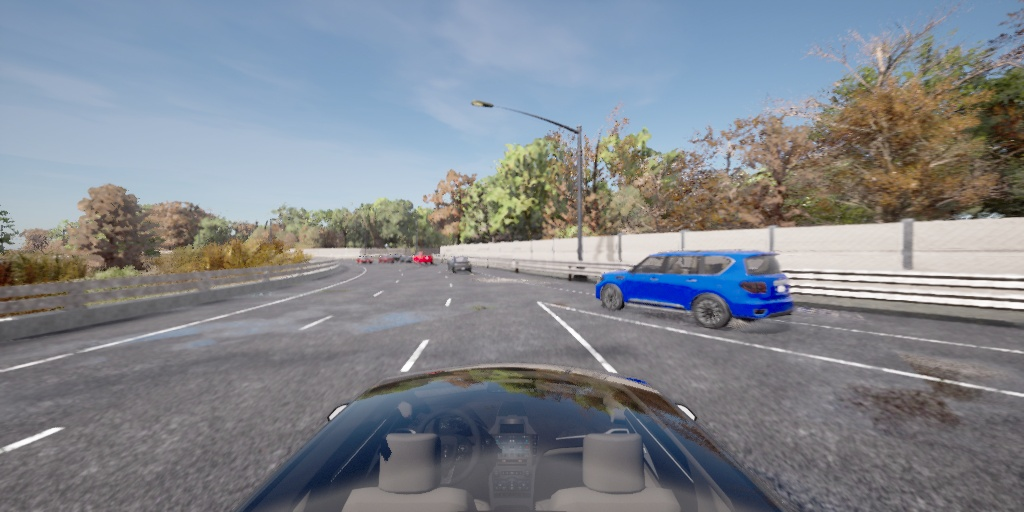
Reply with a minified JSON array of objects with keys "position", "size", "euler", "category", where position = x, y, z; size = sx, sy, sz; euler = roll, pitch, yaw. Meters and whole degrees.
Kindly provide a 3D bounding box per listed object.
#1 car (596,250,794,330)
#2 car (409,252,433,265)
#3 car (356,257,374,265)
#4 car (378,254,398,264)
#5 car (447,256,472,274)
[{"position":[5.078,0.862,10.894],"size":[2.150,2.045,5.566],"euler":[-1,1,-31],"category":"car"},{"position":[-13.651,0.352,54.831],"size":[2.150,2.045,5.566],"euler":[-1,1,-28],"category":"car"},{"position":[-24.463,0.749,59.442],"size":[1.895,1.301,4.718],"euler":[-1,1,-35],"category":"car"},{"position":[-21.524,0.628,61.344],"size":[1.812,1.442,4.674],"euler":[-1,1,-35],"category":"car"},{"position":[-5.095,0.755,34.472],"size":[2.128,1.511,4.902],"euler":[-2,5,-17],"category":"car"}]
